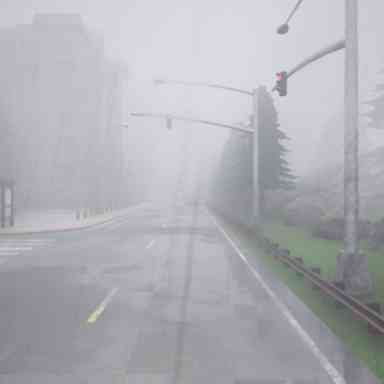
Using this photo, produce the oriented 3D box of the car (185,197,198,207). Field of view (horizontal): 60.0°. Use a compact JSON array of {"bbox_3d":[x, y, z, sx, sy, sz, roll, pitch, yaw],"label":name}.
[{"bbox_3d":[-0.029,1.484,50.883,1.994,1.385,4.181,0,0,0],"label":"car"}]
